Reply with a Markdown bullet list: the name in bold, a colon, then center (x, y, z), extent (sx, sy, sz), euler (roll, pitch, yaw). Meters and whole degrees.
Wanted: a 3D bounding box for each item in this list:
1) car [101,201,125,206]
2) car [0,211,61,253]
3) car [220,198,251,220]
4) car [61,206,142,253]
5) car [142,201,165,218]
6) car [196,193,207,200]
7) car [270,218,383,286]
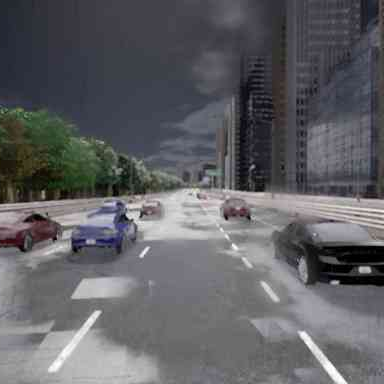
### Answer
- **car**: center (-6.947, 1.491, 29.261), extent (1.812, 1.442, 4.674), euler (0, 0, 0)
- **car**: center (-6.912, 1.506, 13.491), extent (1.812, 1.442, 4.674), euler (0, 0, 0)
- **car**: center (3.556, 1.317, 27.939), extent (2.097, 1.767, 4.553), euler (0, 0, 0)
- **car**: center (-3.412, 1.506, 13.505), extent (1.812, 1.442, 4.674), euler (0, 0, 0)
- **car**: center (-3.447, 1.491, 29.234), extent (1.812, 1.442, 4.674), euler (0, 0, 0)
- **car**: center (3.053, 1.296, 94.008), extent (2.097, 1.767, 4.553), euler (0, 0, -1)
- **car**: center (3.592, 1.462, 9.378), extent (1.882, 1.535, 5.008), euler (0, 0, 0)
